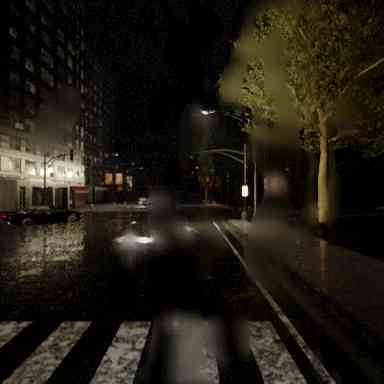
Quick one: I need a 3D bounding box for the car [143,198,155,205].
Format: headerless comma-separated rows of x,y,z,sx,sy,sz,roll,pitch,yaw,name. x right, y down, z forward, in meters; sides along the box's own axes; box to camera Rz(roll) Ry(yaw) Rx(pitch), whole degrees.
-9.551,2.105,74.890,2.033,1.411,5.357,0,-1,0,car

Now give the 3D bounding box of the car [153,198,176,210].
-3.630,1.793,47.986,2.033,1.411,5.357,0,-1,7,car

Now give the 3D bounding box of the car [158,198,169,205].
-6.302,2.034,74.277,1.882,1.535,5.008,0,-1,0,car

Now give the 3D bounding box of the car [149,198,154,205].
-6.367,1.971,64.327,2.033,1.411,5.357,0,-1,1,car

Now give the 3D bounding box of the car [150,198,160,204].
-9.522,2.262,85.433,2.033,1.411,5.357,0,-1,0,car

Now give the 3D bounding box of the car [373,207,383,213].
42.461,3.995,74.943,5.357,1.411,2.033,4,-3,-45,car

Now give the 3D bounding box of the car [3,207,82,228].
-10.153,1.684,22.953,4.718,1.301,1.895,0,0,-44,car

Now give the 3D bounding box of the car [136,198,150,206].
-9.616,1.918,64.593,2.128,1.511,4.902,0,-1,1,car

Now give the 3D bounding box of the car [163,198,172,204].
-6.274,2.305,84.601,1.895,1.301,4.718,0,-1,0,car
